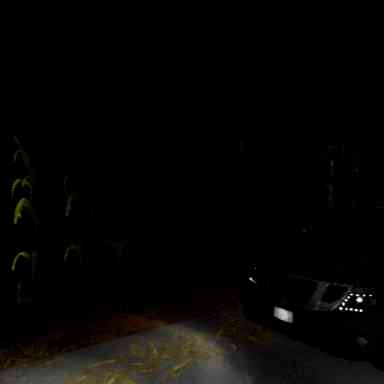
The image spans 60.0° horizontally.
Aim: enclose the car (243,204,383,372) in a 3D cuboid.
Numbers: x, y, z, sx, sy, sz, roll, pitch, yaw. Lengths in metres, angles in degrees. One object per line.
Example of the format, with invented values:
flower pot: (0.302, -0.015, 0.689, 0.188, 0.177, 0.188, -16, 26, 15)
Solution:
car: (3.451, 1.267, 5.959, 5.566, 2.045, 2.150, 0, 0, -35)
